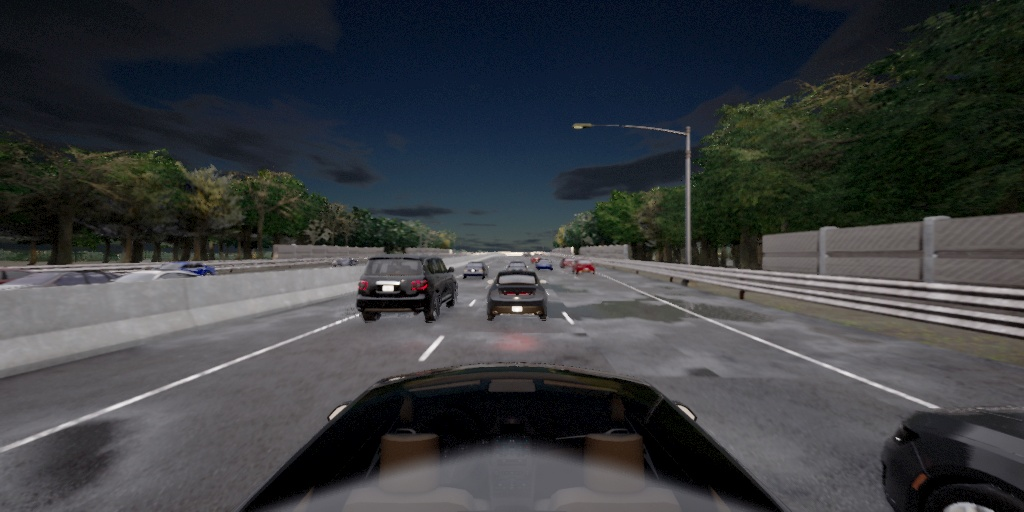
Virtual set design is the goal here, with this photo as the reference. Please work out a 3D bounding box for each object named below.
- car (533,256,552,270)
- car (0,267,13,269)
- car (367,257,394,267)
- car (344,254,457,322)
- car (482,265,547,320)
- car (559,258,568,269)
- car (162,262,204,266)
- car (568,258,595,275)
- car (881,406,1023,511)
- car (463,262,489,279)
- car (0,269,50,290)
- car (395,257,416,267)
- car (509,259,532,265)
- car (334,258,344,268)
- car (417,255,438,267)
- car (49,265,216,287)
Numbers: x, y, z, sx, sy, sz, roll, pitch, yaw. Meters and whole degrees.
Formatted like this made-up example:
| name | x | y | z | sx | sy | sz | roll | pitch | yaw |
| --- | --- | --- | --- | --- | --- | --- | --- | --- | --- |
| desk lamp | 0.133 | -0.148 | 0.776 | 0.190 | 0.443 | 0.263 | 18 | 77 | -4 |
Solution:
| name | x | y | z | sx | sy | sz | roll | pitch | yaw |
| --- | --- | --- | --- | --- | --- | --- | --- | --- | --- |
| car | 4.116 | 1.045 | 46.878 | 1.994 | 1.385 | 4.181 | 0 | 1 | 1 |
| car | -21.017 | 1.218 | 14.064 | 1.882 | 1.535 | 5.008 | 0 | 0 | 1 |
| car | -20.289 | 0.912 | 55.414 | 2.033 | 1.411 | 5.357 | 0 | 1 | 2 |
| car | -3.336 | 0.965 | 12.408 | 2.150 | 2.045 | 5.566 | 0 | 0 | 1 |
| car | 0.169 | 1.248 | 12.559 | 1.837 | 1.490 | 4.892 | 0 | 0 | 1 |
| car | 7.671 | 0.972 | 49.179 | 1.812 | 1.442 | 4.674 | 0 | 1 | 1 |
| car | -23.632 | 1.179 | 25.435 | 1.882 | 1.535 | 5.008 | 0 | 0 | -2 |
| car | 7.333 | 1.074 | 37.203 | 1.882 | 1.535 | 5.008 | 0 | 1 | 3 |
| car | 3.503 | 1.238 | 0.453 | 1.837 | 1.490 | 4.892 | 0 | 0 | 0 |
| car | -3.059 | 1.203 | 30.962 | 2.033 | 1.411 | 5.357 | 0 | 1 | 1 |
| car | -17.522 | 1.288 | 14.010 | 2.033 | 1.411 | 5.357 | 0 | 0 | 1 |
| car | -16.763 | 0.906 | 56.768 | 1.994 | 1.385 | 4.181 | 0 | 1 | 2 |
| car | 0.448 | 1.199 | 31.317 | 2.033 | 1.411 | 5.357 | 0 | 1 | 1 |
| car | -23.864 | 0.987 | 51.717 | 1.994 | 1.385 | 4.181 | 0 | 1 | 1 |
| car | -13.270 | 0.695 | 56.674 | 2.097 | 1.767 | 4.553 | 0 | 1 | 2 |
| car | -14.017 | 1.266 | 13.976 | 1.812 | 1.442 | 4.674 | 0 | 0 | 1 |
